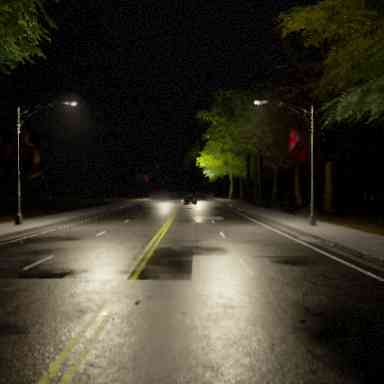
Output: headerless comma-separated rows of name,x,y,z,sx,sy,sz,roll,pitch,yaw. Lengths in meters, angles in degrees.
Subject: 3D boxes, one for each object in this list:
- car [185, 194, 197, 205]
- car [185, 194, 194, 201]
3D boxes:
car,-0.216,1.341,55.613,2.033,1.411,5.357,0,0,-1
car,-0.544,1.213,73.414,2.033,1.411,5.357,0,0,-1
